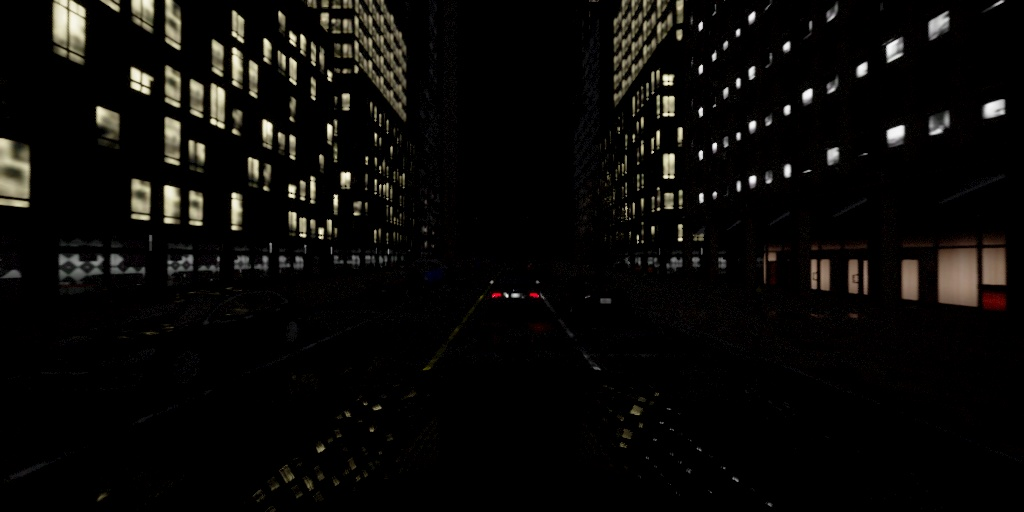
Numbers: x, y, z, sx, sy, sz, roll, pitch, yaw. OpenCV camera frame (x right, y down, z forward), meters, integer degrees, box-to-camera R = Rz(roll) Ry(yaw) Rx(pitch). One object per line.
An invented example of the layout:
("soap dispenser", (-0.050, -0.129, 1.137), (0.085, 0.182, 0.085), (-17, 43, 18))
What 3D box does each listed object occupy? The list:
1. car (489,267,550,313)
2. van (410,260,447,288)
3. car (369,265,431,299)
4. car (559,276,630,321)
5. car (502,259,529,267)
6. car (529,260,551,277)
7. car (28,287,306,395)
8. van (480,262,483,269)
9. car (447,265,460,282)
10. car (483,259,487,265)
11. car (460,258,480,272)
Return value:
("car", (0.107, 1.313, 13.977), (2.033, 1.411, 5.357), (0, 0, 0))
("van", (-5.678, 1.118, 23.795), (1.690, 1.789, 3.998), (0, 0, 0))
("car", (-5.681, 1.316, 18.102), (1.888, 1.381, 4.507), (0, 0, 0))
("car", (2.697, 1.330, 12.393), (1.948, 1.339, 4.313), (0, 0, 0))
("car", (0.117, 1.278, 32.566), (2.128, 1.511, 4.902), (0, 0, 0))
("car", (2.708, 1.229, 35.160), (1.967, 1.591, 4.097), (0, 0, 0))
("car", (-5.687, 1.307, 6.718), (2.007, 1.370, 4.403), (0, 0, 0))
("van", (-5.664, 1.144, 52.256), (1.690, 1.789, 3.998), (0, 0, 0))
("car", (-5.675, 1.365, 29.487), (1.802, 1.307, 4.207), (0, 0, 0))
("car", (-5.661, 1.374, 57.949), (1.948, 1.339, 4.313), (0, 0, 0))
("car", (-5.667, 1.239, 46.563), (1.967, 1.591, 4.097), (0, 0, 0))
